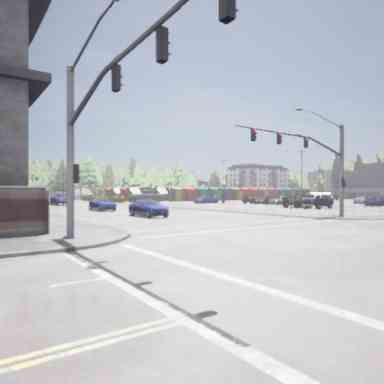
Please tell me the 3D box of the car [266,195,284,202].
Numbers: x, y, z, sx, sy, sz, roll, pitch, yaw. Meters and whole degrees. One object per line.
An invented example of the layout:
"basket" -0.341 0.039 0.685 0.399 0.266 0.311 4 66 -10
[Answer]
"car" 18.358 1.372 73.887 3.905 1.438 1.784 0 0 -35

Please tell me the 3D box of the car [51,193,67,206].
"car" -21.118 1.172 53.478 2.150 2.045 5.566 0 0 -35

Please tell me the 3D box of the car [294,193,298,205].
"car" 19.973 1.161 71.481 4.605 1.855 1.932 0 0 -35

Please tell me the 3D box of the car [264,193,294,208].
"car" 14.101 1.401 53.740 3.806 1.475 1.970 0 0 -35

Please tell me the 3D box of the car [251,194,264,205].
"car" 12.435 1.370 56.108 3.905 1.438 1.784 0 0 -35

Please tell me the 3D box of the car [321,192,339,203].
"car" 34.289 1.166 81.581 3.866 1.878 1.905 0 0 -35

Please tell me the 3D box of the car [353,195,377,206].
"car" 29.771 1.403 57.714 3.806 1.475 1.970 0 0 -35

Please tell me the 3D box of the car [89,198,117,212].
"car" -10.314 1.424 38.216 1.882 1.535 5.008 0 0 -36

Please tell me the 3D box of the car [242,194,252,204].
"car" 10.850 1.159 58.274 4.605 1.855 1.932 0 0 -35

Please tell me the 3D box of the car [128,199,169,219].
"car" -3.844 1.424 29.152 1.882 1.535 5.008 0 0 -36
